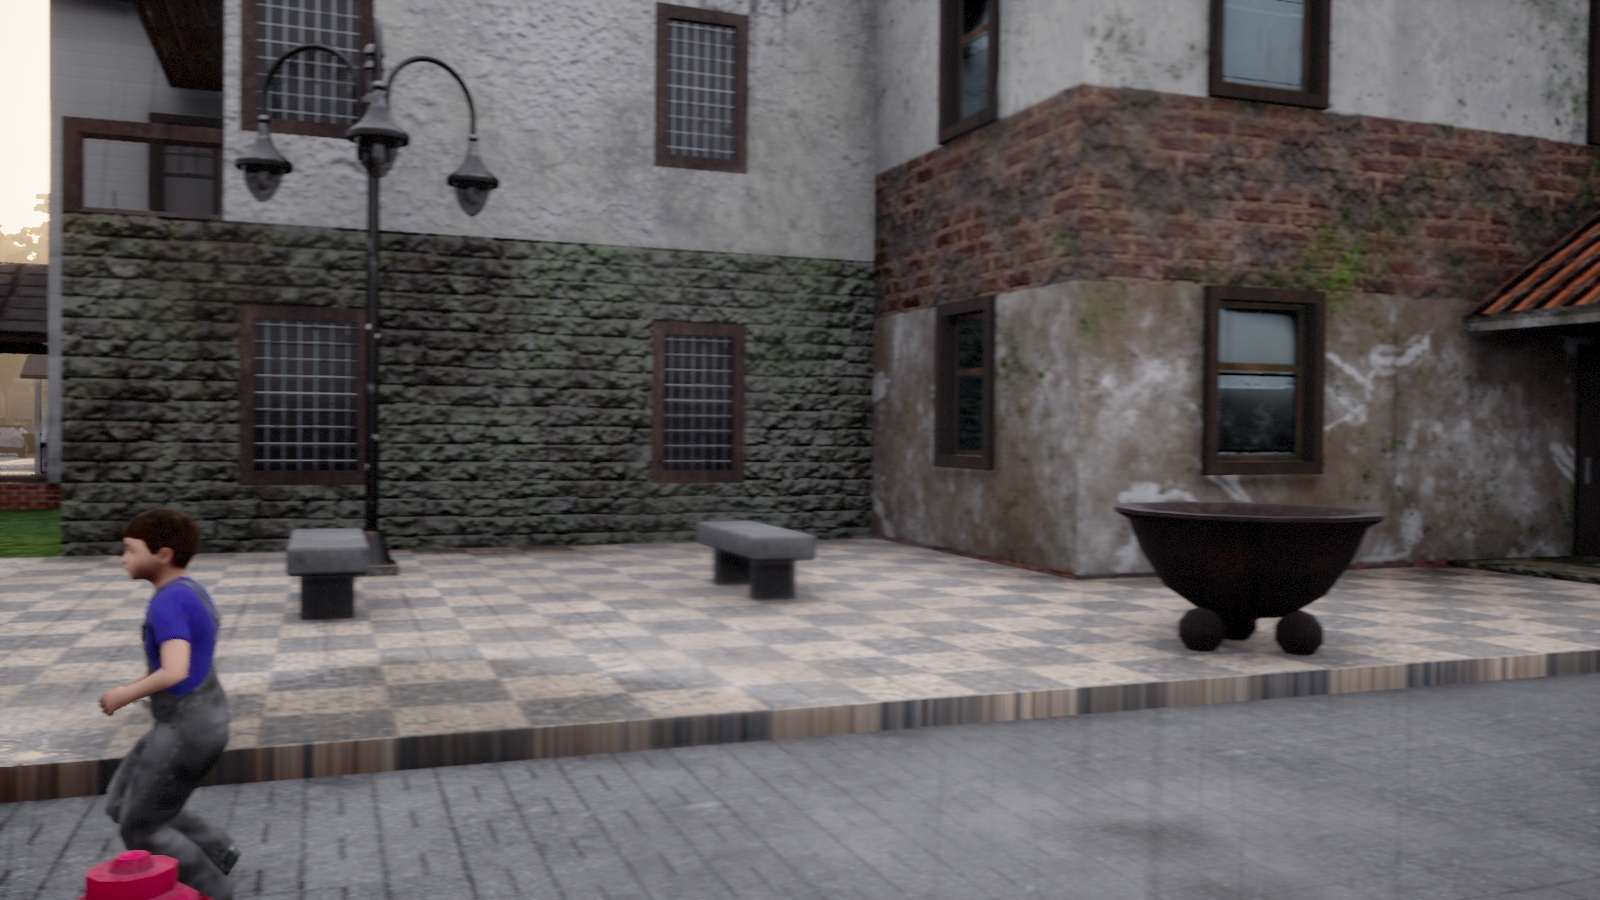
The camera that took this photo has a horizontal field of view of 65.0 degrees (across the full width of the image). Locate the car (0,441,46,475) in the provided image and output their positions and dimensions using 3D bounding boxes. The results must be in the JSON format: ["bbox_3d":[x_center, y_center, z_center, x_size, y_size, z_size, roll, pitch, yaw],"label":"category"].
[{"bbox_3d":[-34.157,0.345,54.261,1.994,1.385,4.181,-1,1,-21],"label":"car"}]

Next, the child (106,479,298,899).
[{"bbox_3d":[-1.668,0.724,3.540,0.437,1.263,0.270,-1,1,-18],"label":"child"}]
